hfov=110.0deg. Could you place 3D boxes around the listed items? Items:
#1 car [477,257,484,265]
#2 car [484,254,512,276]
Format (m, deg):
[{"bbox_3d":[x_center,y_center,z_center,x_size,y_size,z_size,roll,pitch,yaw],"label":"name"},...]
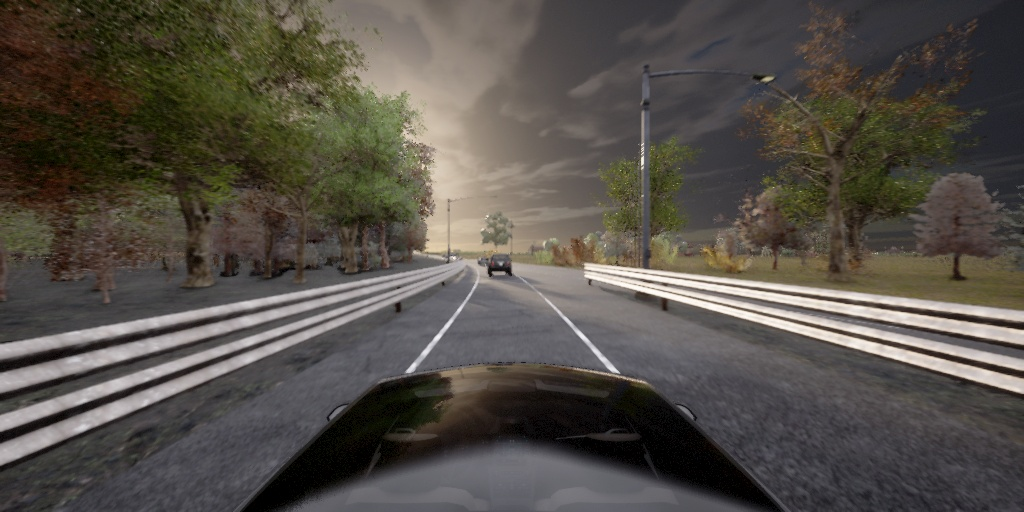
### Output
[{"bbox_3d":[-5.230,0.907,64.402,2.128,1.511,4.902,0,1,-10],"label":"car"},{"bbox_3d":[-1.269,0.810,34.626,2.150,2.045,5.566,0,0,-6],"label":"car"}]
